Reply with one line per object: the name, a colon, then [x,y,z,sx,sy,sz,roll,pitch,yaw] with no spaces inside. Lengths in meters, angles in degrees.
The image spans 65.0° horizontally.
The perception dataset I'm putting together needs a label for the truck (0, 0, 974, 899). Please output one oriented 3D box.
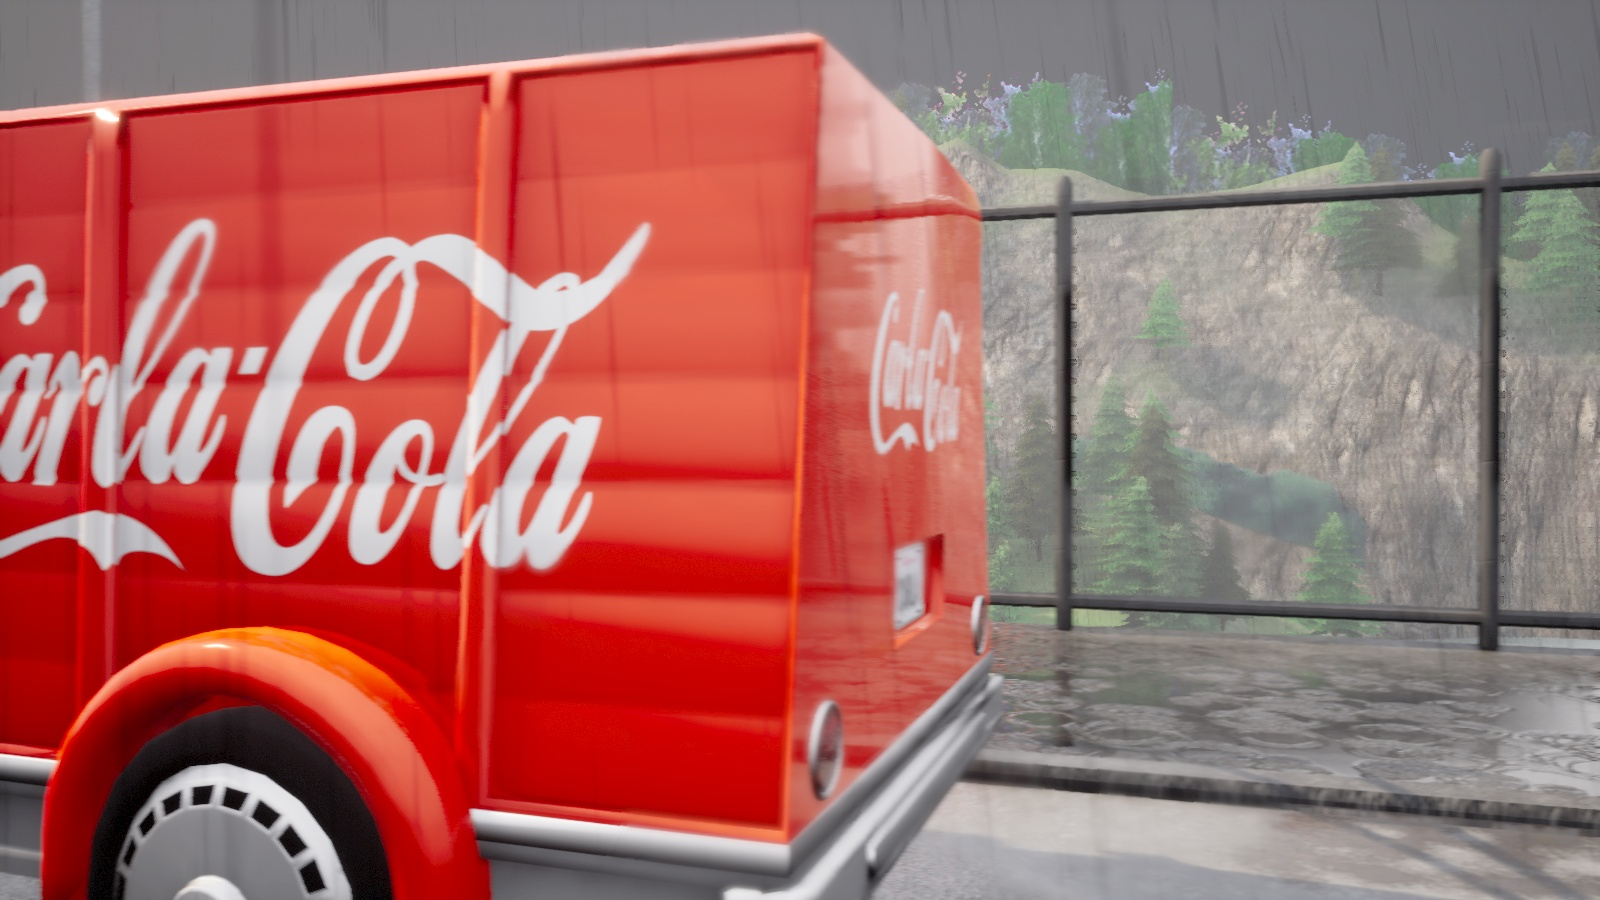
truck: [-2.217,0.260,4.459,5.204,2.467,2.627,1,1,19]
